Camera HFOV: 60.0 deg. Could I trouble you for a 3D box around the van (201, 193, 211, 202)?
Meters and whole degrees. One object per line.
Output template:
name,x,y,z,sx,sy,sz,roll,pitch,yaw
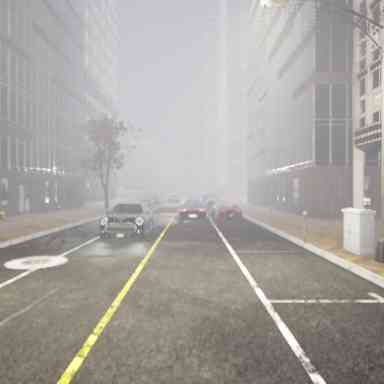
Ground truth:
van,2.665,1.017,64.685,1.690,1.788,3.998,0,0,0

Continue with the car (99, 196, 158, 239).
car,-3.128,1.290,16.720,2.097,1.767,4.553,0,0,0

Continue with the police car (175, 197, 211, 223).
police car,0.057,1.415,24.863,2.038,1.542,4.974,0,0,0

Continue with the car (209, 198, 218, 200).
car,2.637,1.470,30.484,1.802,1.307,4.206,0,0,0

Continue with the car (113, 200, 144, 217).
car,-5.743,1.439,30.470,2.008,1.369,4.403,0,0,0

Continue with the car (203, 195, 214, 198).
car,2.619,1.389,41.885,2.008,1.369,4.403,0,0,0

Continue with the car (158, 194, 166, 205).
car,-5.780,1.333,53.275,1.947,1.339,4.313,0,0,0

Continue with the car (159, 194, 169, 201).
car,-5.940,1.142,71.904,1.752,1.417,4.829,0,0,0

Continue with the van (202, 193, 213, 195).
van,2.602,1.107,53.288,1.690,1.788,3.998,0,0,0

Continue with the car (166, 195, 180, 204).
car,-3.153,1.206,58.268,1.882,1.535,5.008,0,0,0

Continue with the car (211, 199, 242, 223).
car,2.647,1.454,24.786,1.887,1.381,4.507,0,0,0

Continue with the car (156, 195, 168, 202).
car,-5.879,1.242,64.671,1.947,1.339,4.313,0,0,0
